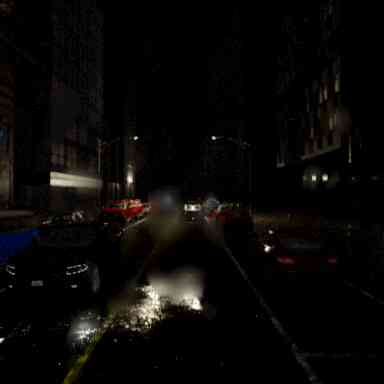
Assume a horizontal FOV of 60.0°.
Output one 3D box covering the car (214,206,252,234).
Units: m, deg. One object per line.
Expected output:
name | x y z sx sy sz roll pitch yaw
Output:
car | 2.647 1.785 20.654 1.887 1.381 4.507 0 -1 0

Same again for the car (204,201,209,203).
car | 2.630 2.008 37.570 1.947 1.339 4.313 0 -1 0

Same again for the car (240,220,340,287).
car | 2.659 1.690 9.376 1.802 1.307 4.206 0 -1 0

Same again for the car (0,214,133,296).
car | -3.098 1.583 9.162 1.882 1.535 5.008 0 -1 0

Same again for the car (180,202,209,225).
car | 0.072 1.808 27.079 2.128 1.511 4.902 0 -1 0

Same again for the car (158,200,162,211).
car | -5.907 2.027 48.855 1.967 1.590 4.097 0 -1 0

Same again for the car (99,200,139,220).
car | -5.884 1.622 26.301 2.192 1.841 5.009 0 -1 0

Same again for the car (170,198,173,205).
car | -5.937 2.503 76.880 1.752 1.417 4.829 0 -1 0

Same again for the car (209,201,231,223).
car | 2.642 1.747 26.294 1.967 1.590 4.097 0 -1 0

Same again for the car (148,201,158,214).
car | -5.902 1.953 43.217 1.967 1.590 4.097 0 -1 0

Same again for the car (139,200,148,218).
car | -5.890 1.689 31.939 2.192 1.841 5.009 0 -1 0

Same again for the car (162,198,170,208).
car | -5.932 2.345 65.568 1.752 1.417 4.829 0 -1 1

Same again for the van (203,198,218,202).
van | 2.623 1.854 43.211 1.690 1.788 3.998 0 -1 0

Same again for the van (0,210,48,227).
van | -5.867 1.450 9.383 1.690 1.788 3.998 0 -1 0

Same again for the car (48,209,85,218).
car | -5.873 1.615 15.021 1.967 1.590 4.097 0 -1 0

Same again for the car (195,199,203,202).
car | 0.055 2.025 44.794 2.128 1.511 4.902 0 -1 0

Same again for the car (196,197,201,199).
car | 2.595 2.218 71.401 2.192 1.841 5.009 0 -1 0
